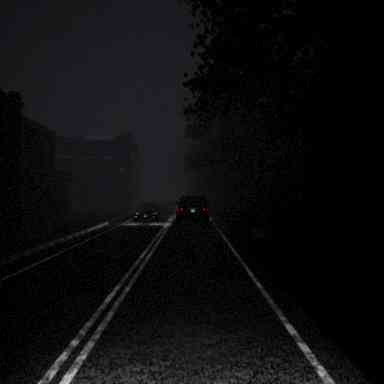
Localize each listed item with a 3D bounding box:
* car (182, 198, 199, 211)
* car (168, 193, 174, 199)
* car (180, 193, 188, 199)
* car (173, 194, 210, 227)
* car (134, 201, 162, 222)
[{"bbox_3d":[-0.293,1.537,42.931,2.033,1.411,5.357,0,0,-1],"label":"car"},{"bbox_3d":[-5.484,1.079,87.527,1.837,1.490,4.892,0,1,-3],"label":"car"},{"bbox_3d":[-2.094,1.054,84.945,1.895,1.301,4.718,0,1,-3],"label":"car"},{"bbox_3d":[0.032,1.236,23.022,2.150,2.045,5.566,0,0,0],"label":"car"},{"bbox_3d":[-3.433,1.516,26.631,1.837,1.490,4.892,0,0,0],"label":"car"}]
